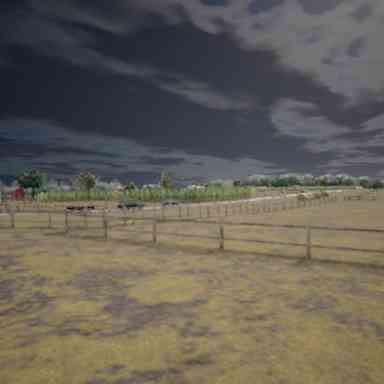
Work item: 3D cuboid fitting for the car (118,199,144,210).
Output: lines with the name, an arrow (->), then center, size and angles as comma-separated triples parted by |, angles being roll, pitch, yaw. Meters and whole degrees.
car -> -11.637, 2.312, 63.802 | 2.150, 2.045, 5.566 | -2, -2, 36

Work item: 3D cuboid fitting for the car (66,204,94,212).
car -> -19.733, 2.800, 58.625 | 1.895, 1.301, 4.718 | -2, -2, 36

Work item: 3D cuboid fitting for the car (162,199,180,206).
car -> -4.607, 2.344, 73.729 | 1.837, 1.490, 4.892 | -2, -1, 35
